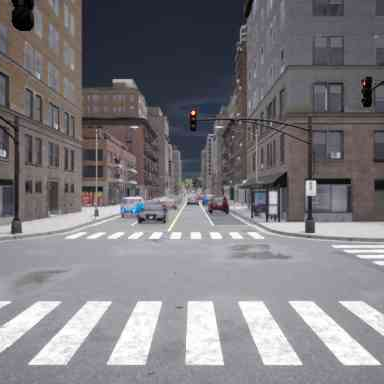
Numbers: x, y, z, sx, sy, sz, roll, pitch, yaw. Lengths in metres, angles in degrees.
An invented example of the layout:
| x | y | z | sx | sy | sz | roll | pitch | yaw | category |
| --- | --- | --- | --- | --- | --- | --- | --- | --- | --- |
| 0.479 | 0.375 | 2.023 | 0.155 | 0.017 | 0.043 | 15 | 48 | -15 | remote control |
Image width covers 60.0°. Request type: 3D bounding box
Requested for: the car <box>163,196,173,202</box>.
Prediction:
| x | y | z | sx | sy | sz | roll | pitch | yaw | category |
| --- | --- | --- | --- | --- | --- | --- | --- | --- | --- |
| -5.253 | 1.554 | 73.235 | 1.947 | 1.339 | 4.313 | 0 | 0 | 0 | car |

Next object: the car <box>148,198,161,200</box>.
| x | y | z | sx | sy | sz | roll | pitch | yaw | category |
| --- | --- | --- | --- | --- | --- | --- | --- | --- | --- |
| -5.326 | 1.561 | 40.797 | 1.947 | 1.339 | 4.313 | 0 | 0 | 0 | car |

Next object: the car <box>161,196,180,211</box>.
| x | y | z | sx | sy | sz | roll | pitch | yaw | category |
| --- | --- | --- | --- | --- | --- | --- | --- | --- | --- |
| -2.764 | 1.520 | 41.556 | 1.812 | 1.442 | 4.674 | 0 | 0 | 0 | car |

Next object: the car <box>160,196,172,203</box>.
| x | y | z | sx | sy | sz | roll | pitch | yaw | category |
| --- | --- | --- | --- | --- | --- | --- | --- | --- | --- |
| -5.265 | 1.540 | 67.828 | 2.008 | 1.369 | 4.403 | 0 | 0 | 0 | car |

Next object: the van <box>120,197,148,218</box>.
| x | y | z | sx | sy | sz | roll | pitch | yaw | category |
| --- | --- | --- | --- | --- | --- | --- | --- | --- | --- |
| -5.351 | 1.338 | 29.985 | 1.690 | 1.788 | 3.998 | 0 | 0 | 0 | van |

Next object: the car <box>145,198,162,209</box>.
| x | y | z | sx | sy | sz | roll | pitch | yaw | category |
| --- | --- | --- | --- | --- | --- | --- | --- | --- | --- |
| -5.314 | 1.538 | 46.203 | 1.887 | 1.381 | 4.507 | 0 | 0 | 0 | car |

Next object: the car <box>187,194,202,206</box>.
| x | y | z | sx | sy | sz | roll | pitch | yaw | category |
| --- | --- | --- | --- | --- | --- | --- | --- | --- | --- |
| 0.165 | 1.556 | 55.492 | 1.994 | 1.385 | 4.181 | 0 | 0 | 1 | car |

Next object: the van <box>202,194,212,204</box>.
| x | y | z | sx | sy | sz | roll | pitch | yaw | category |
| --- | --- | --- | --- | --- | --- | --- | --- | --- | --- |
| 2.802 | 1.331 | 62.408 | 1.690 | 1.788 | 3.998 | 0 | 0 | 0 | van |

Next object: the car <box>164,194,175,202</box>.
| x | y | z | sx | sy | sz | roll | pitch | yaw | category |
| --- | --- | --- | --- | --- | --- | --- | --- | --- | --- |
| -5.241 | 1.302 | 78.641 | 2.192 | 1.841 | 5.009 | 0 | 0 | 0 | car |

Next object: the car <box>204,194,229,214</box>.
| x | y | z | sx | sy | sz | roll | pitch | yaw | category |
| --- | --- | --- | --- | --- | --- | --- | --- | --- | --- |
| 2.773 | 1.311 | 35.376 | 2.192 | 1.841 | 5.009 | 0 | 0 | 0 | car |

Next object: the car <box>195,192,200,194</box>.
| x | y | z | sx | sy | sz | roll | pitch | yaw | category |
| --- | --- | --- | --- | --- | --- | --- | --- | --- | --- |
| 2.429 | 1.338 | 84.891 | 2.097 | 1.767 | 4.553 | 0 | 0 | 0 | car |

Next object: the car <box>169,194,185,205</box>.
| x | y | z | sx | sy | sz | roll | pitch | yaw | category |
| --- | --- | --- | --- | --- | --- | --- | --- | --- | --- |
| -2.634 | 1.533 | 59.357 | 1.837 | 1.490 | 4.892 | 0 | 0 | 0 | car |

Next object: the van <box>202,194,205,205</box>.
| x | y | z | sx | sy | sz | roll | pitch | yaw | category |
| --- | --- | --- | --- | --- | --- | --- | --- | --- | --- |
| 2.790 | 1.334 | 51.595 | 1.690 | 1.788 | 3.998 | 0 | 0 | 0 | van |

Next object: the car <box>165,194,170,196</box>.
| x | y | z | sx | sy | sz | roll | pitch | yaw | category |
| --- | --- | --- | --- | --- | --- | --- | --- | --- | --- |
| -5.278 | 1.516 | 62.253 | 1.752 | 1.417 | 4.829 | 0 | 0 | 0 | car |

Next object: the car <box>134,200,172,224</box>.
| x | y | z | sx | sy | sz | roll | pitch | yaw | category |
| --- | --- | --- | --- | --- | --- | --- | --- | --- | --- |
| -2.802 | 1.561 | 24.779 | 1.994 | 1.385 | 4.181 | 0 | 0 | 0 | car |

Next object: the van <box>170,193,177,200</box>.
| x | y | z | sx | sy | sz | roll | pitch | yaw | category |
| --- | --- | --- | --- | --- | --- | --- | --- | --- | --- |
| -5.204 | 1.324 | 94.860 | 1.690 | 1.788 | 3.998 | 0 | 0 | 0 | van |
